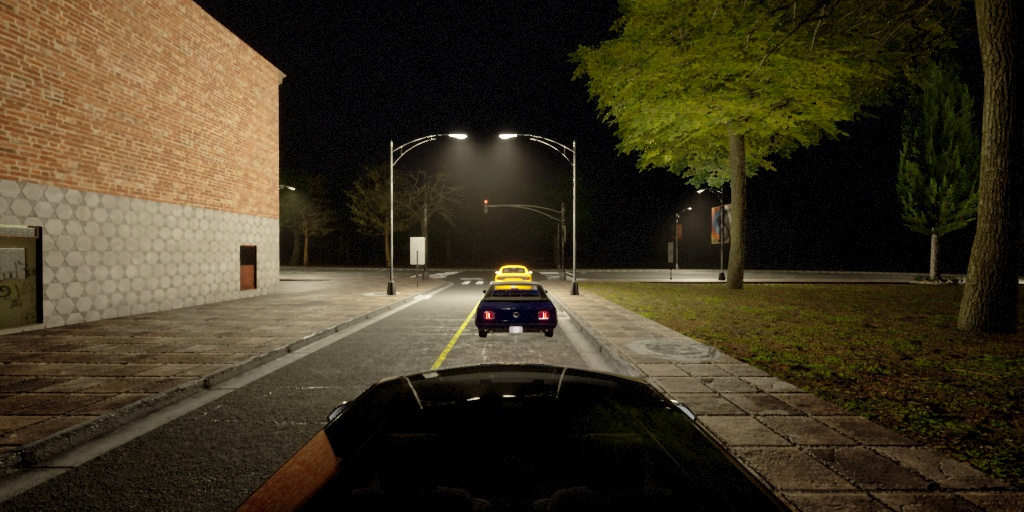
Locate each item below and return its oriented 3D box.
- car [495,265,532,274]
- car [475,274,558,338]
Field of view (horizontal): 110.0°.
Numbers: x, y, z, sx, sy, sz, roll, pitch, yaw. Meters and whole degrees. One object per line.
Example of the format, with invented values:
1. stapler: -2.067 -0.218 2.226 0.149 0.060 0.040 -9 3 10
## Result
1. car: 0.093 1.255 19.547 1.882 1.535 5.008 0 0 1
2. car: 0.095 1.356 10.202 1.895 1.301 4.718 0 0 0
